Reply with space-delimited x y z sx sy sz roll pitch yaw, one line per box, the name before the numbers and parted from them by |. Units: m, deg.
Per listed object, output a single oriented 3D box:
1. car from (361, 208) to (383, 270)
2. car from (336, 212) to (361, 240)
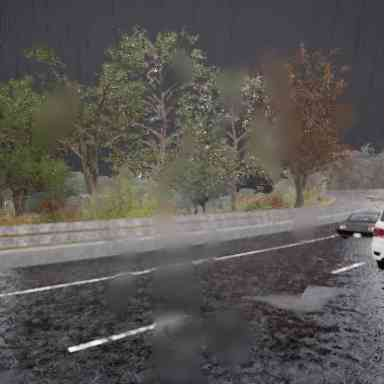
car | 7.360 1.232 9.973 5.566 2.045 2.150 0 0 -42
car | 8.875 1.623 16.259 1.895 1.301 4.718 0 0 45
